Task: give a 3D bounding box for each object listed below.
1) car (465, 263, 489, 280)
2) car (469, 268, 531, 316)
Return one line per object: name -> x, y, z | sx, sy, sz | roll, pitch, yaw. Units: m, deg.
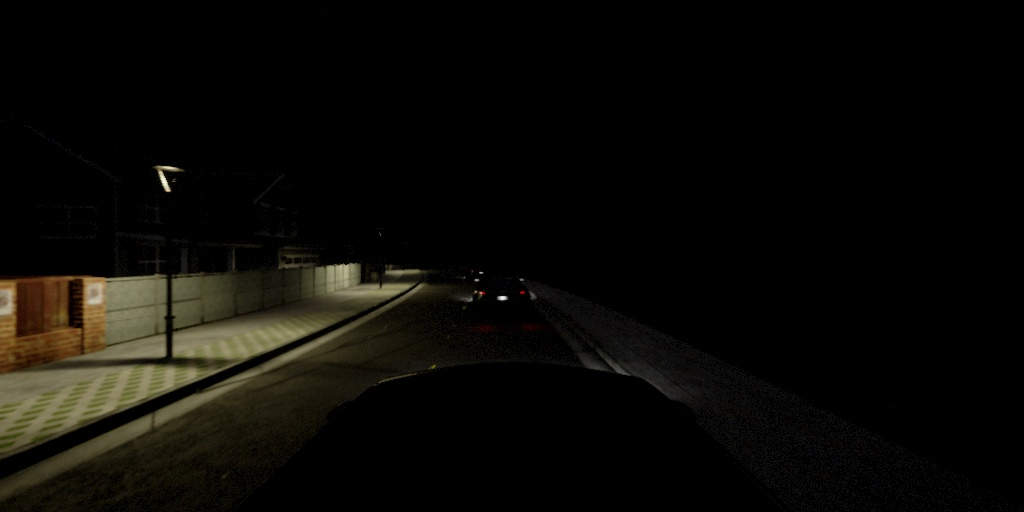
car -> -2.857, 1.309, 30.415 | 1.994, 1.385, 4.181 | 0, 0, -11
car -> -0.460, 1.316, 13.469 | 1.994, 1.385, 4.181 | 0, 0, -5
